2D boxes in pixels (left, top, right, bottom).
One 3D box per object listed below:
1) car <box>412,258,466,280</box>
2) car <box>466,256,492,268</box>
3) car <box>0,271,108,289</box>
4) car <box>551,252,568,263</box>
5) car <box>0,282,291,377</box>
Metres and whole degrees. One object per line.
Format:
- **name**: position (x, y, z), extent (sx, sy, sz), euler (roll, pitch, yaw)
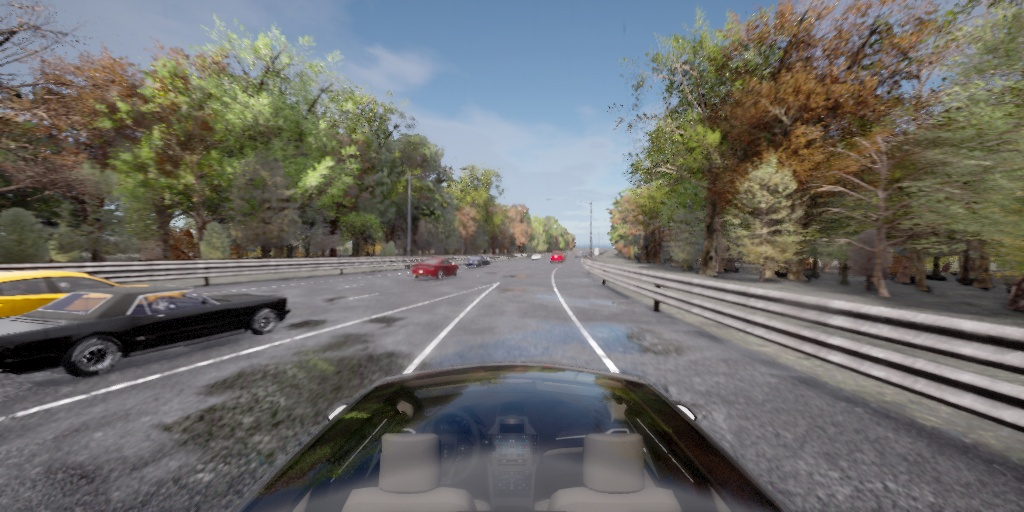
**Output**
- **car**: position (-5.474, 0.880, 26.502), extent (1.882, 1.535, 5.008), euler (1, 1, 15)
- **car**: position (-4.188, 0.702, 44.782), extent (2.033, 1.411, 5.357), euler (1, 1, 15)
- **car**: position (-10.422, 1.070, 8.086), extent (1.882, 1.535, 5.008), euler (1, 1, 15)
- **car**: position (8.294, 0.227, 64.252), extent (2.150, 2.045, 5.566), euler (1, 1, 15)
- **car**: position (-7.045, 1.236, 7.182), extent (1.895, 1.301, 4.718), euler (1, 1, 15)
